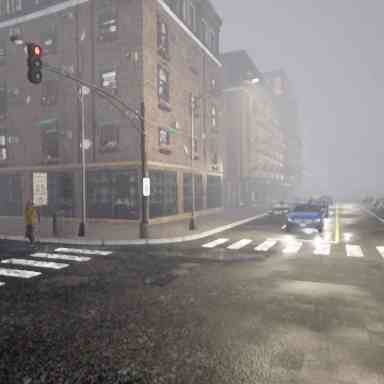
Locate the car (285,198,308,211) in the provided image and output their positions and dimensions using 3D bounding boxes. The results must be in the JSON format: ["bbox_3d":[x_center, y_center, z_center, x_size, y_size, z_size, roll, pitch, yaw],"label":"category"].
[{"bbox_3d":[12.008,1.381,38.031,2.008,1.369,4.403,-1,0,24],"label":"car"}]

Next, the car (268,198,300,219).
[{"bbox_3d":[7.451,1.430,27.589,2.008,1.369,4.403,-1,0,24],"label":"car"}]

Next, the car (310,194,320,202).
[{"bbox_3d":[25.607,1.225,69.202,1.752,1.417,4.829,-1,0,24],"label":"car"}]

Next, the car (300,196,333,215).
[{"bbox_3d":[10.758,1.341,28.599,2.128,1.511,4.902,0,0,24],"label":"car"}]

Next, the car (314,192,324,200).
[{"bbox_3d":[32.506,0.958,85.021,2.192,1.841,5.009,-1,0,24],"label":"car"}]

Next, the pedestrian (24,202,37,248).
[{"bbox_3d":[-6.395,1.260,13.155,0.375,1.860,0.375,0,0,23],"label":"pedestrian"}]

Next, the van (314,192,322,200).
[{"bbox_3d":[30.229,1.002,79.802,1.690,1.788,3.998,-1,0,24],"label":"van"}]

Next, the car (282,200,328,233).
[{"bbox_3d":[6.592,1.422,19.118,1.812,1.442,4.674,0,0,24],"label":"car"}]

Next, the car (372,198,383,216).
[{"bbox_3d":[17.416,1.372,29.470,1.802,1.307,4.206,-1,0,24],"label":"car"}]

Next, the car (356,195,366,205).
[{"bbox_3d":[26.528,1.247,50.355,2.008,1.369,4.403,-1,0,24],"label":"car"}]

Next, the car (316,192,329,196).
[{"bbox_3d":[19.917,1.231,49.479,1.882,1.535,5.008,0,0,24],"label":"car"}]

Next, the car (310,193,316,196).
[{"bbox_3d":[18.774,1.287,53.539,1.752,1.417,4.829,-1,0,24],"label":"car"}]

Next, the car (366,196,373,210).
[{"bbox_3d":[19.693,1.316,34.691,2.008,1.369,4.403,-1,0,24],"label":"car"}]
